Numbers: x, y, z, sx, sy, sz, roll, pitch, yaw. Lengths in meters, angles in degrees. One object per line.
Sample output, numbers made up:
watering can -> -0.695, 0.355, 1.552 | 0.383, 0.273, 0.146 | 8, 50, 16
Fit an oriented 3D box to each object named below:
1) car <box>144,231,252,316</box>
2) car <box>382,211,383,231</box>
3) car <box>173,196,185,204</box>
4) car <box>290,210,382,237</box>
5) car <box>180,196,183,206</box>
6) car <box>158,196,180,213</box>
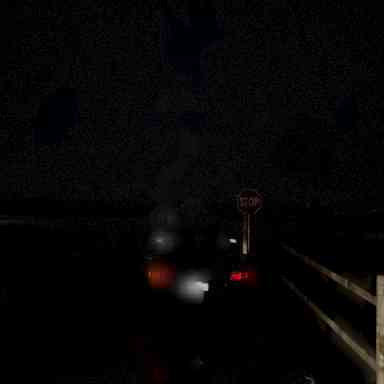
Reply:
car -> 0.112, 1.567, 7.595 | 1.994, 1.385, 4.181 | 0, 0, 0
car -> 12.643, 2.058, 23.767 | 4.892, 1.490, 1.837 | 2, 0, -2
car -> -2.612, 1.619, 68.234 | 2.033, 1.411, 5.357 | 0, 0, 1
car -> 8.712, 1.886, 20.875 | 4.902, 1.511, 2.128 | 2, 0, 0
car -> -2.734, 1.600, 47.441 | 1.994, 1.385, 4.181 | 0, 0, 0
car -> -2.763, 1.518, 37.446 | 2.128, 1.511, 4.902 | 0, 0, 0
